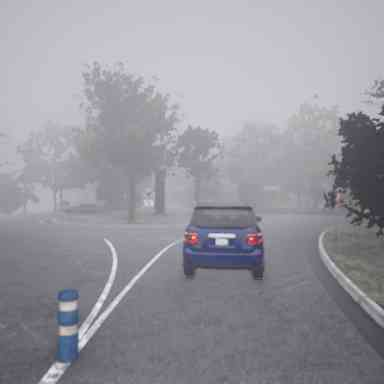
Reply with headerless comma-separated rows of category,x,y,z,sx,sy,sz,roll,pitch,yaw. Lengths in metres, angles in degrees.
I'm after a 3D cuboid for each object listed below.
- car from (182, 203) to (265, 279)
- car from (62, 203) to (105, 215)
car,1.066,1.348,10.658,2.150,2.045,5.566,0,-1,7
car,-14.078,2.167,43.209,5.357,1.411,2.033,1,-1,-40
